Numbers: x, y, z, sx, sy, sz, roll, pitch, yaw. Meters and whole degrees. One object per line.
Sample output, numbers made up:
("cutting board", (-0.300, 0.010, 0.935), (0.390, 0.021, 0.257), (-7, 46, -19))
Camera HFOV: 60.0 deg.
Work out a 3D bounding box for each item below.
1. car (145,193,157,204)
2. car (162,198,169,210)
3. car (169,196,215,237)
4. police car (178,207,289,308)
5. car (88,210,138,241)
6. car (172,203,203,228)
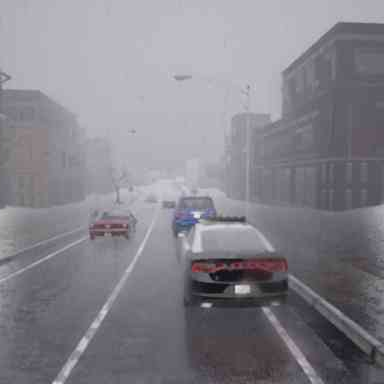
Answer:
("car", (-7.299, 1.097, 59.567), (2.097, 1.767, 4.553), (0, 2, -4))
("car", (-3.161, 1.589, 46.744), (1.882, 1.535, 5.008), (0, 1, -4))
("car", (0.042, 1.226, 17.985), (2.150, 2.045, 5.566), (0, -1, -5))
("police car", (0.705, 1.371, 7.982), (1.930, 1.638, 5.238), (0, 0, -3))
("car", (-3.906, 1.606, 17.000), (1.895, 1.301, 4.718), (0, -1, -4))
("car", (-0.440, 1.575, 23.959), (1.882, 1.535, 5.008), (0, -1, -5))
